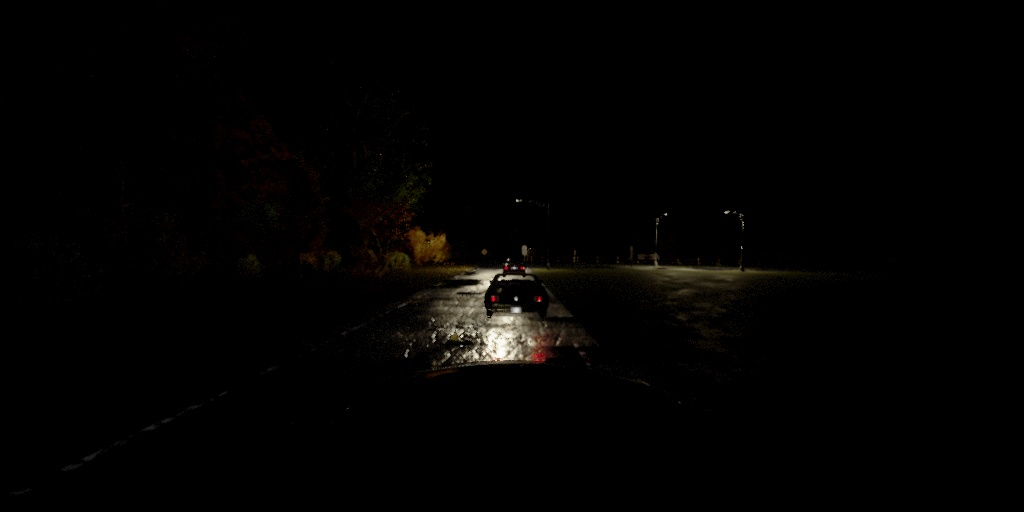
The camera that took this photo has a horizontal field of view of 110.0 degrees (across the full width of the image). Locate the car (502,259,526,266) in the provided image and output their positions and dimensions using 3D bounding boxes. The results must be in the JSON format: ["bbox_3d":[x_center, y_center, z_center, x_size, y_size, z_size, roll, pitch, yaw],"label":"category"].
[{"bbox_3d":[0.181,0.916,29.431,2.033,1.411,5.357,0,1,0],"label":"car"}]

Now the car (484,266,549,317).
[{"bbox_3d":[0.131,1.205,12.324,1.895,1.301,4.718,0,1,0],"label":"car"}]
